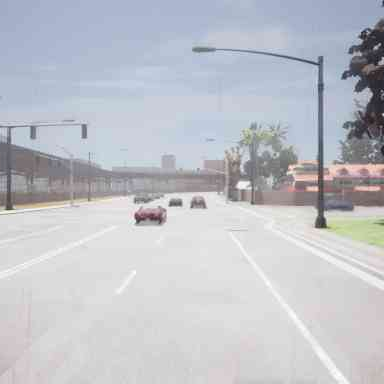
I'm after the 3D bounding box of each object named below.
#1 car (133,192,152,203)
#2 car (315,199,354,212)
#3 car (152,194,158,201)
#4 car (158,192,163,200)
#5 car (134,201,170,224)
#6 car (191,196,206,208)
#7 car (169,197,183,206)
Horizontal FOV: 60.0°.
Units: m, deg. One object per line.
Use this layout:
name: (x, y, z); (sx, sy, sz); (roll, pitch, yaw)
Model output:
car: (-9.508, 1.082, 62.658); (2.150, 2.045, 5.566); (0, 1, 1)
car: (16.776, 1.565, 39.160); (4.181, 1.385, 1.994); (0, 0, -1)
car: (-9.283, 1.282, 72.777); (2.033, 1.411, 5.357); (0, 1, 1)
car: (-9.119, 1.134, 82.494); (1.994, 1.385, 4.181); (0, 1, 1)
car: (-2.988, 1.601, 25.002); (1.895, 1.301, 4.718); (0, 0, 1)
car: (0.911, 1.318, 48.557); (2.097, 1.767, 4.553); (0, 0, 1)
car: (-2.517, 1.510, 52.893); (1.994, 1.385, 4.181); (0, 0, 1)
